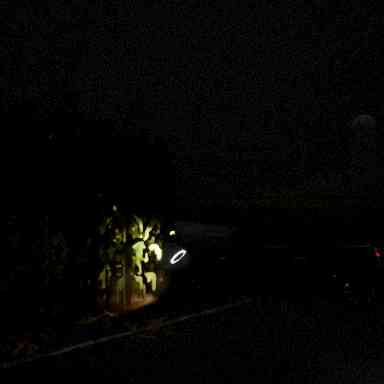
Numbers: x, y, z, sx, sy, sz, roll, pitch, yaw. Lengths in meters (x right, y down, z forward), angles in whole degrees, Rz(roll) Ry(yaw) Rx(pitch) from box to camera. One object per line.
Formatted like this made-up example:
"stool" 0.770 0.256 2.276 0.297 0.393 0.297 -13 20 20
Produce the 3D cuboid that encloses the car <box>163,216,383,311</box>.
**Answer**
"car" 1.673 1.342 7.453 4.553 1.767 2.097 0 0 8
